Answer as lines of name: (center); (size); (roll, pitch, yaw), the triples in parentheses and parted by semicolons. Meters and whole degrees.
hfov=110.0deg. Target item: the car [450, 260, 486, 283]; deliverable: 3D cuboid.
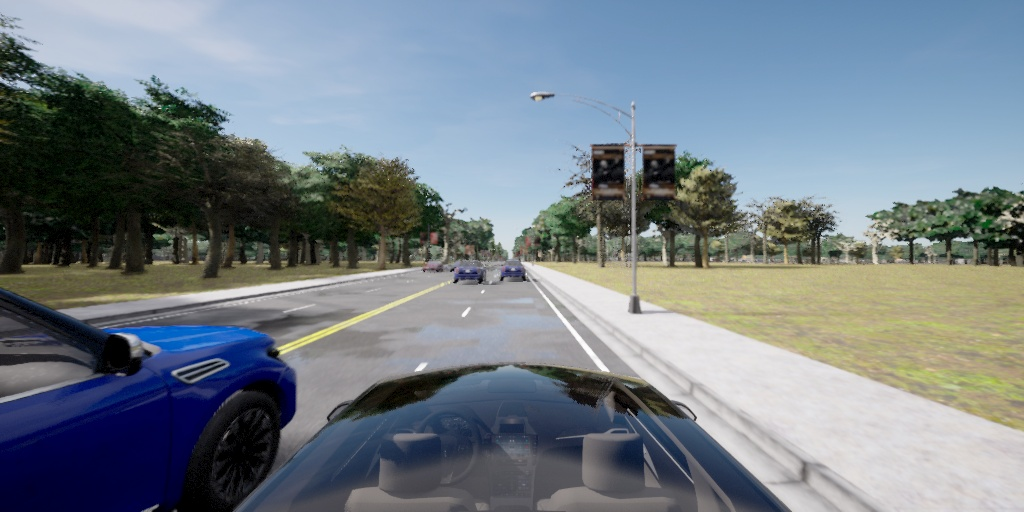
car: (-3.161, 1.112, 27.830); (2.097, 1.767, 4.553); (0, 0, 0)

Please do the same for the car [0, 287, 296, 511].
car: (-3.150, 0.972, 1.074); (2.150, 2.045, 5.566); (0, 0, 0)

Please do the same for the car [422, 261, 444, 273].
car: (-9.766, 1.320, 44.731); (1.812, 1.442, 4.674); (0, 0, 0)

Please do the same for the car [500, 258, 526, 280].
car: (0.088, 1.115, 31.036); (2.097, 1.767, 4.553); (0, 0, 0)
